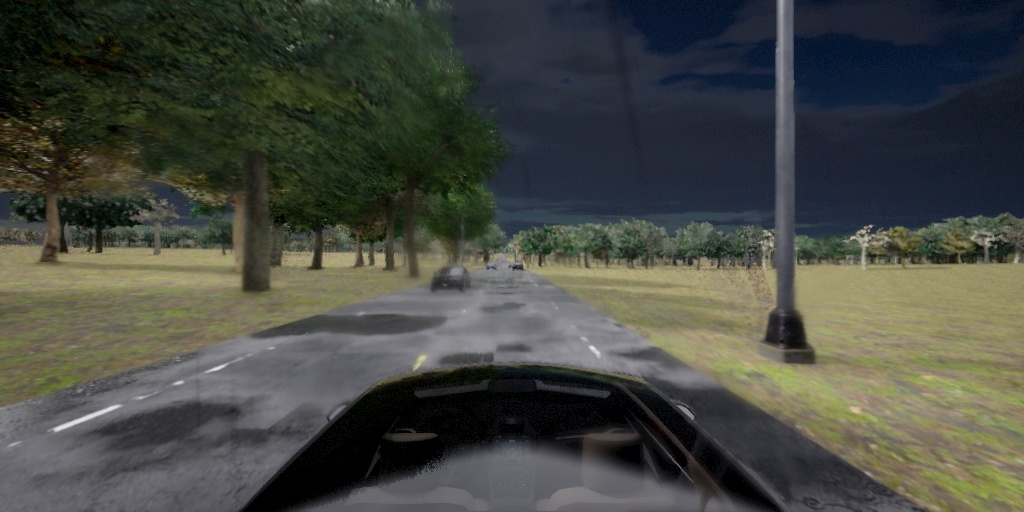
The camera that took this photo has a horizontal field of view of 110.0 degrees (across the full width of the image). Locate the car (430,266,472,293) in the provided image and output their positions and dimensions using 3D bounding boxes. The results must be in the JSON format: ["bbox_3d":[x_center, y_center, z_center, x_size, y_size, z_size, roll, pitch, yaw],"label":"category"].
[{"bbox_3d":[-3.585,1.326,21.769,1.882,1.535,5.008,0,-1,0],"label":"car"}]

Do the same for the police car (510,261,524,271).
[{"bbox_3d":[1.060,1.721,62.212,1.930,1.638,5.238,0,-1,0],"label":"police car"}]

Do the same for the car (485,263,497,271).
[{"bbox_3d":[-3.498,1.871,61.899,2.033,1.411,5.357,0,-1,0],"label":"car"}]
